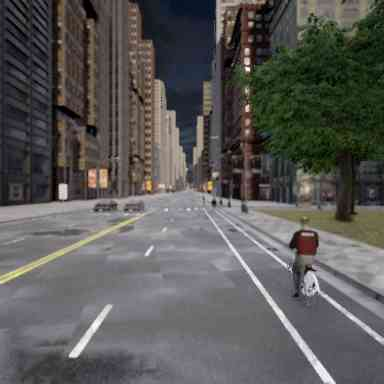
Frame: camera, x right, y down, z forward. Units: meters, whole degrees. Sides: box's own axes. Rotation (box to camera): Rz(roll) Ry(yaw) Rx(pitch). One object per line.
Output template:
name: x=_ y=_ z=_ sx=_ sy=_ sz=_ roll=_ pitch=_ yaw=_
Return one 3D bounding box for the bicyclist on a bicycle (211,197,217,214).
bicyclist on a bicycle: x=2.237 y=1.408 z=33.968 sx=0.659 sy=1.776 sz=1.843 roll=0 pitch=0 yaw=0

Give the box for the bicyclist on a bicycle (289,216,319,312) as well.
bicyclist on a bicycle: x=2.248 y=1.371 z=6.835 sx=0.659 sy=1.776 sz=1.843 roll=0 pitch=0 yaw=0

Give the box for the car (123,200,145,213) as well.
car: x=-6.575 y=1.596 z=38.439 sx=2.033 sy=1.411 sz=5.357 roll=0 pitch=0 yaw=0

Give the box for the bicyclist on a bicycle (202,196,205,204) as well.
bicyclist on a bicycle: x=2.226 y=1.554 z=63.006 sx=0.582 sy=1.620 sz=1.656 roll=0 pitch=0 yaw=0

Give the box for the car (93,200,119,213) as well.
car: x=-9.823 y=1.596 z=38.434 sx=2.033 sy=1.411 sz=5.357 roll=0 pitch=0 yaw=0
